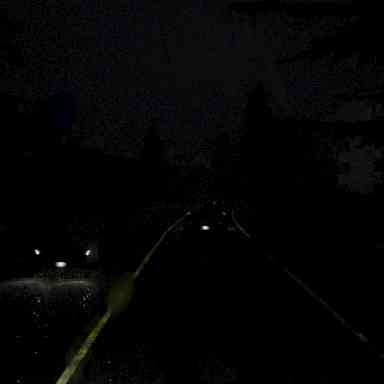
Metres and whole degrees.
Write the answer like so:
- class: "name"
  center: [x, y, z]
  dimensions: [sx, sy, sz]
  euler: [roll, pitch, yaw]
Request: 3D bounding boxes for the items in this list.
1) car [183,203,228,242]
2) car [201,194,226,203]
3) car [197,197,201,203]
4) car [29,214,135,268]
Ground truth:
- class: "car"
  center: [0.683, 1.462, 15.961]
  dimensions: [1.994, 1.385, 4.181]
  euler: [0, 0, 3]
- class: "car"
  center: [2.502, 1.131, 34.977]
  dimensions: [2.097, 1.767, 4.553]
  euler: [0, 0, 7]
- class: "car"
  center: [2.360, 1.147, 52.039]
  dimensions: [1.882, 1.535, 5.008]
  euler: [0, 0, 20]
- class: "car"
  center: [-3.292, 1.472, 11.269]
  dimensions: [2.033, 1.411, 5.357]
  euler: [0, 0, 3]
